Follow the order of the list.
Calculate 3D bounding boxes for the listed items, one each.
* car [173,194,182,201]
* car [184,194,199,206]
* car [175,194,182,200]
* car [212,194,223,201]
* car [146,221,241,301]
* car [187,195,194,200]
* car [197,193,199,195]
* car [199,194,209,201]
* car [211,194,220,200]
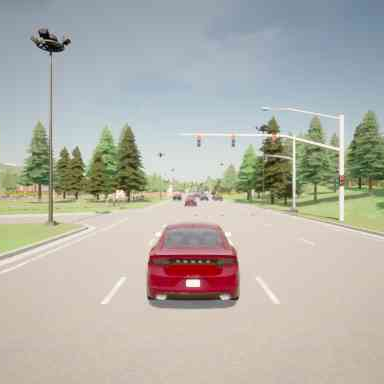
[{"bbox_3d":[-3.816,1.469,83.620,1.882,1.535,5.008,0,0,0],"label":"car"},{"bbox_3d":[-0.199,1.525,53.020,1.812,1.442,4.674,0,0,0],"label":"car"},{"bbox_3d":[-3.855,1.310,94.040,1.882,1.535,5.008,0,0,0],"label":"car"},{"bbox_3d":[6.684,1.516,83.660,2.128,1.511,4.902,0,0,0],"label":"car"},{"bbox_3d":[0.031,1.478,8.418,1.882,1.535,5.008,0,0,0],"label":"car"},{"bbox_3d":[-0.355,1.427,94.083,1.895,1.301,4.718,0,0,0],"label":"car"},{"bbox_3d":[3.145,1.357,94.066,2.128,1.511,4.902,0,0,0],"label":"car"},{"bbox_3d":[3.183,1.516,84.063,1.812,1.442,4.674,0,0,0],"label":"car"},{"bbox_3d":[6.645,1.372,94.080,2.033,1.411,5.357,0,0,0],"label":"car"}]
